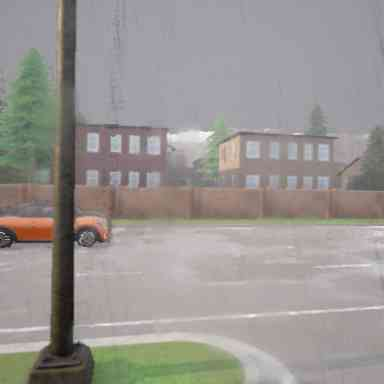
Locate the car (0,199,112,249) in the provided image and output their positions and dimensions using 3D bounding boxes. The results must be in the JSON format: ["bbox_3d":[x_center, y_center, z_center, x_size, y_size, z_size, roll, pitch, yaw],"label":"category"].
[{"bbox_3d":[-5.624,1.260,13.580,4.553,1.767,2.097,1,0,-11],"label":"car"}]

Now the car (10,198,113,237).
[{"bbox_3d":[-6.433,1.247,16.988,4.553,1.767,2.097,1,0,-11],"label":"car"}]
